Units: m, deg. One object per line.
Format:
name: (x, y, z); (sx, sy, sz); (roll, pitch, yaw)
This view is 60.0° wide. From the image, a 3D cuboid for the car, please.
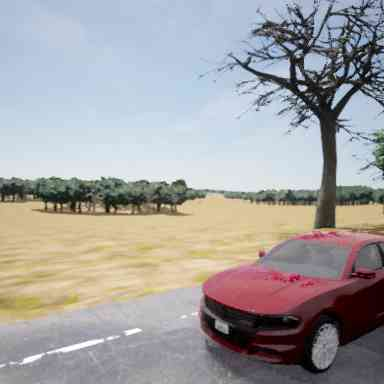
car: (2.394, 1.463, 5.779); (5.008, 1.535, 1.882); (0, 0, -36)
